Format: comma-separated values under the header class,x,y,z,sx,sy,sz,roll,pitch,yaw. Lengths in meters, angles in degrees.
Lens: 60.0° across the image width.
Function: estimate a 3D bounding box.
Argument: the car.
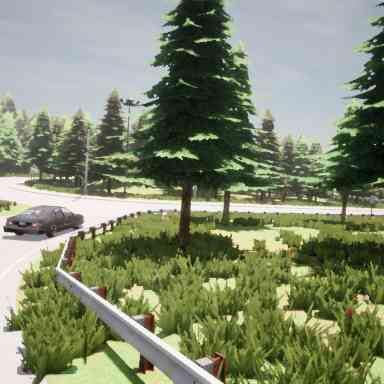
class,x,y,z,sx,sy,sz,roll,pitch,yaw
car,-7.387,1.408,17.281,2.033,1.411,5.357,4,1,3
